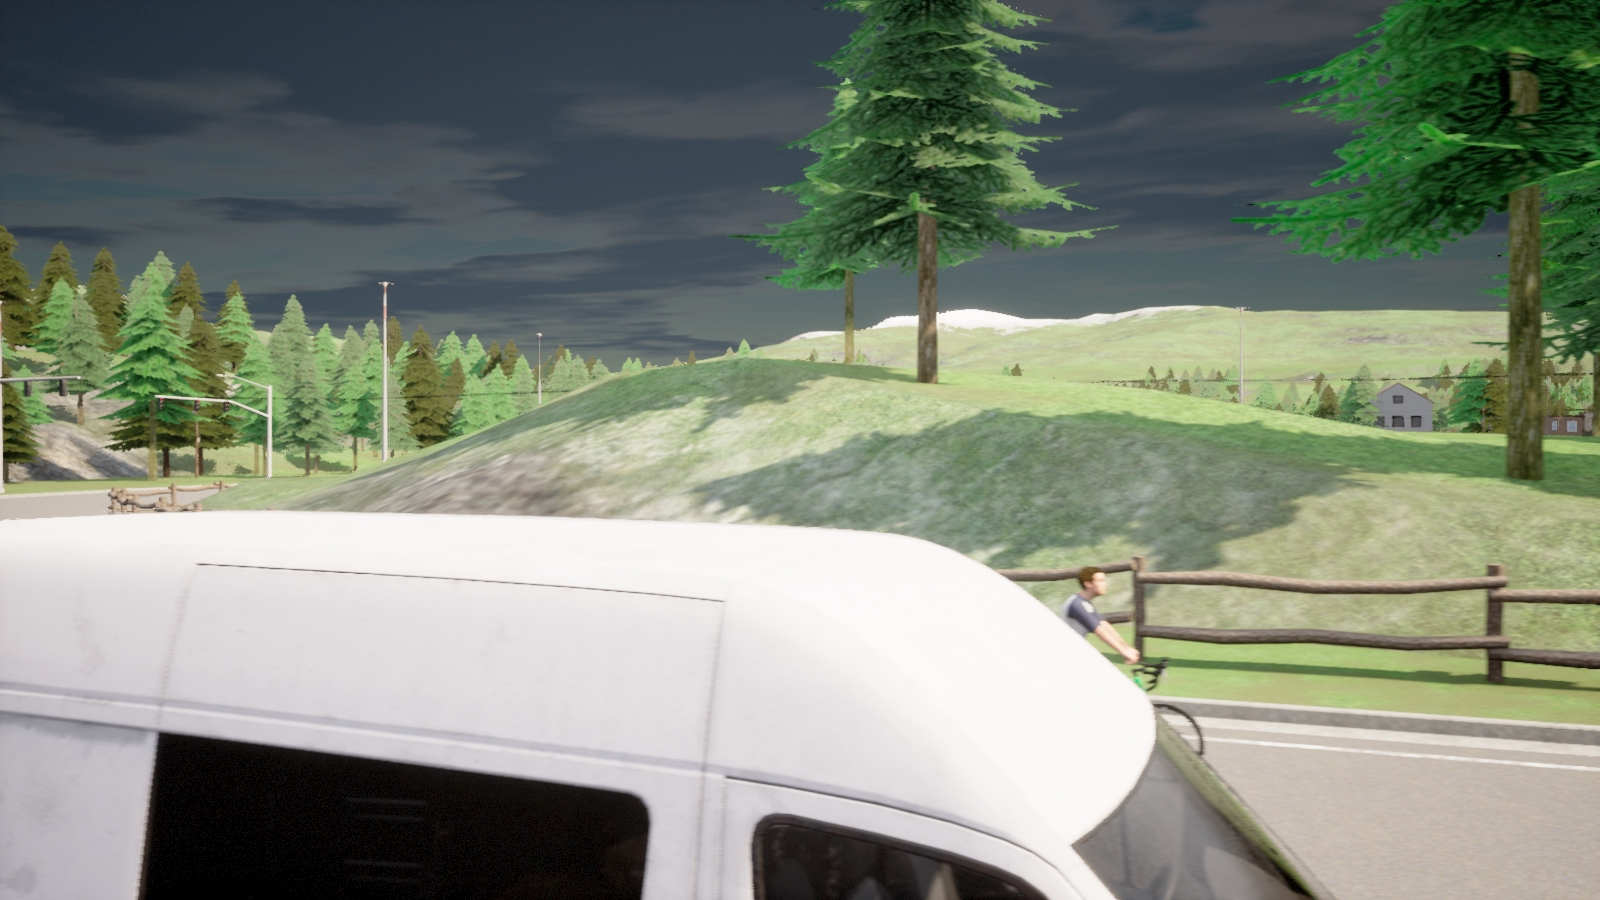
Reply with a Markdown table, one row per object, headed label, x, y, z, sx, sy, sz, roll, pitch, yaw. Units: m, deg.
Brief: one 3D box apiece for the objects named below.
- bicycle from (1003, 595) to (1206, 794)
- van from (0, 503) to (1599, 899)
| label | x | y | z | sx | sy | sz | roll | pitch | yaw |
| --- | --- | --- | --- | --- | --- | --- | --- | --- | --- |
| bicycle | 2.600 | 2.055 | 9.792 | 1.643 | 1.496 | 0.373 | 0 | 0 | 20 |
| van | -0.411 | 1.533 | 3.398 | 5.915 | 2.561 | 1.988 | 0 | 0 | 20 |
